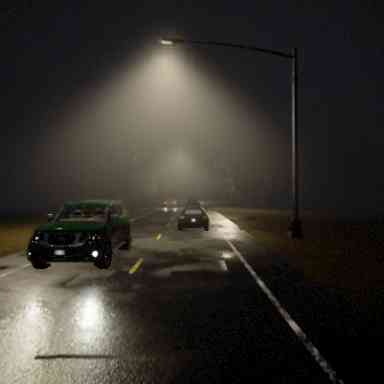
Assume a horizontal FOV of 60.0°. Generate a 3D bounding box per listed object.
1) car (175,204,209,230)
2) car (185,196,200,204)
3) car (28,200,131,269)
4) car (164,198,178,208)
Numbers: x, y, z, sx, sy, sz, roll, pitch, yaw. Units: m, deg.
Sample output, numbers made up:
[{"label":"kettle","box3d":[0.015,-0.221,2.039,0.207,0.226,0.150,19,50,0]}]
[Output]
[{"label":"car","box3d":[0.092,1.733,22.492,1.994,1.385,4.181,0,0,0]},{"label":"car","box3d":[0.081,1.618,52.733,2.150,2.045,5.566,0,0,0]},{"label":"car","box3d":[-3.603,1.311,11.827,2.150,2.045,5.566,0,0,0]},{"label":"car","box3d":[-3.557,1.776,56.428,2.097,1.767,4.553,0,0,0]}]
